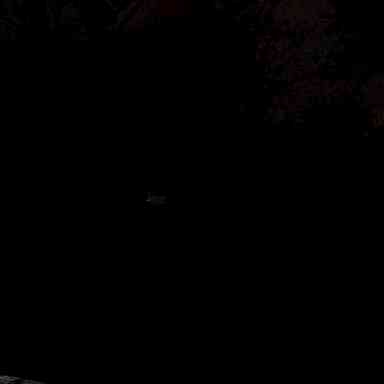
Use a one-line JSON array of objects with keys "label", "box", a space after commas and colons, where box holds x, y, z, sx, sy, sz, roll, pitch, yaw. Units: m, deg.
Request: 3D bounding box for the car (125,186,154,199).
[{"label": "car", "box": [-6.226, 0.137, 41.490, 1.994, 1.385, 4.181, -2, 4, -36]}]

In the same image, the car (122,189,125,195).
[{"label": "car", "box": [-9.194, -0.233, 48.826, 4.674, 1.442, 1.812, 2, 2, 33]}]
